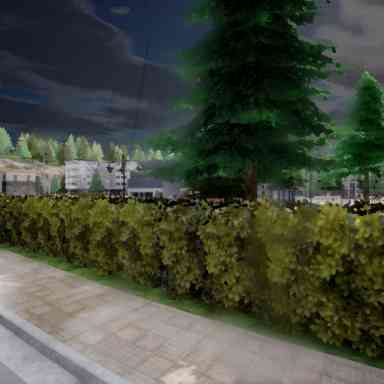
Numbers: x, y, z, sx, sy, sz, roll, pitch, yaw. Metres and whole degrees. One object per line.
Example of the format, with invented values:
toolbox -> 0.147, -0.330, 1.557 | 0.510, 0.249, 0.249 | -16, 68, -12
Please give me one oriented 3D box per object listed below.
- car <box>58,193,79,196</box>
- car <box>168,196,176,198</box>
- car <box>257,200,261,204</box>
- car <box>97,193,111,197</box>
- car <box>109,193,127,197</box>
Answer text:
car -> -28.384, 1.154, 79.464 | 2.152, 1.636, 5.027 | 0, 0, 43
car -> -3.312, 1.374, 56.078 | 1.845, 1.501, 3.633 | 0, 0, 43
car -> 9.633, 1.352, 44.218 | 2.097, 1.767, 4.553 | 0, 0, 43
car -> -16.705, 1.097, 68.962 | 1.932, 1.855, 4.605 | 0, 0, 43
car -> -10.580, 1.384, 52.743 | 1.970, 1.475, 3.806 | 0, 0, 43
